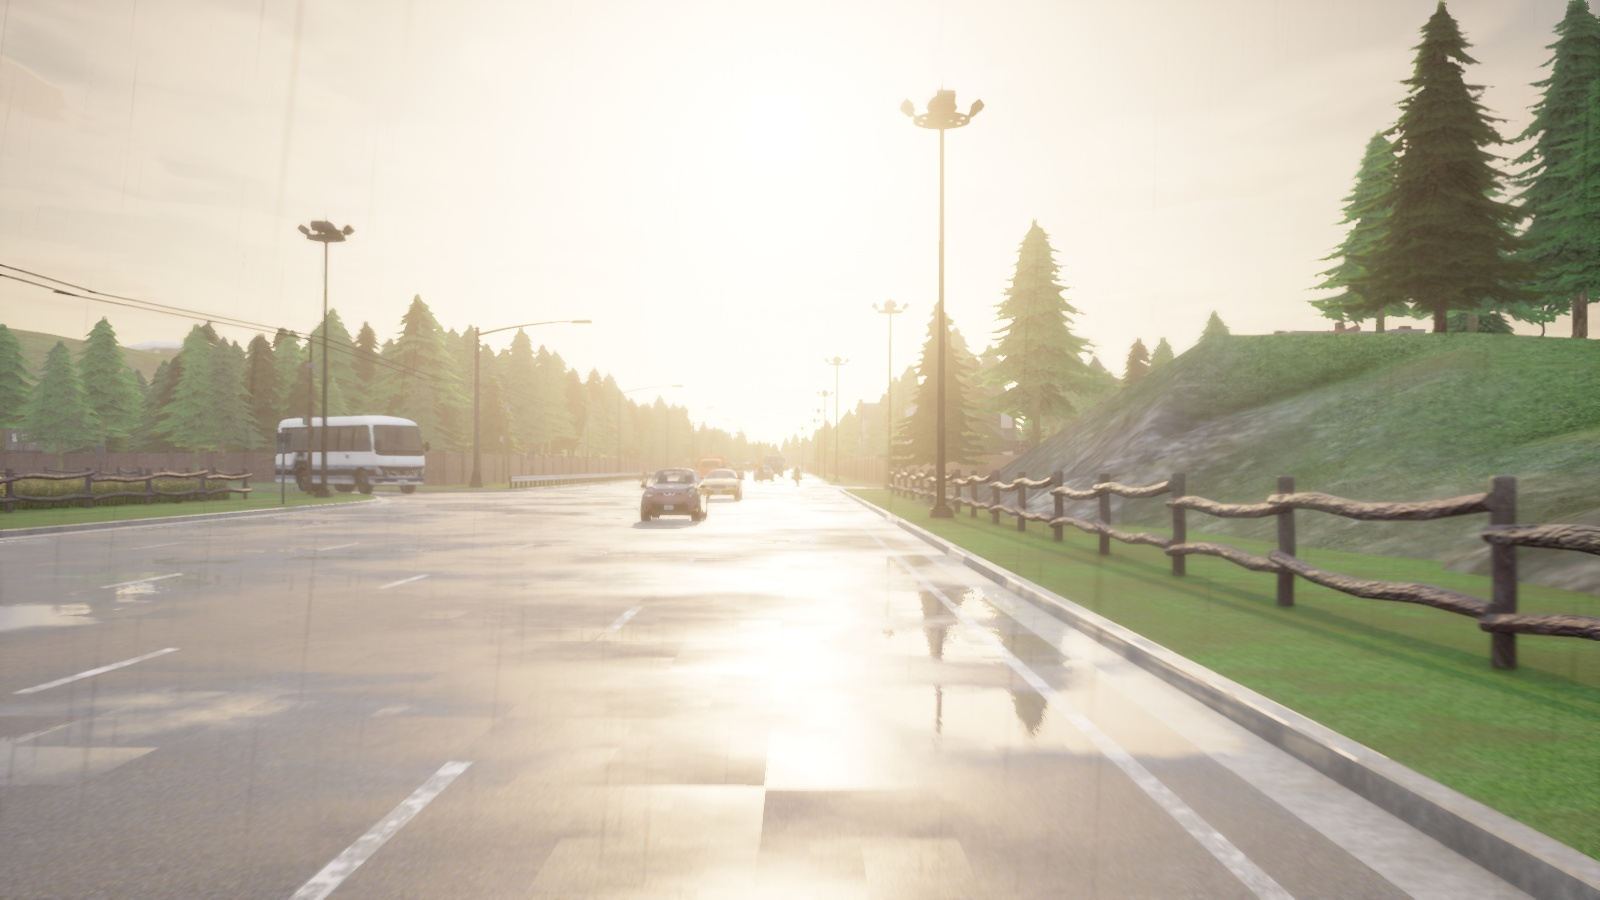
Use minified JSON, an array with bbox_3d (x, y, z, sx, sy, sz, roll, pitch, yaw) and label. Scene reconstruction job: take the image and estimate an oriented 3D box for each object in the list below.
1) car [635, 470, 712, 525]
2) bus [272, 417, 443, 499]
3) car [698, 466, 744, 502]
[{"bbox_3d":[-3.586,1.334,36.208,1.845,1.501,3.633,0,-1,0],"label":"car"},{"bbox_3d":[-24.611,0.485,69.573,10.273,4.253,3.944,-1,-1,37],"label":"bus"},{"bbox_3d":[-3.640,1.570,58.681,1.801,1.575,5.366,0,-1,0],"label":"car"}]
